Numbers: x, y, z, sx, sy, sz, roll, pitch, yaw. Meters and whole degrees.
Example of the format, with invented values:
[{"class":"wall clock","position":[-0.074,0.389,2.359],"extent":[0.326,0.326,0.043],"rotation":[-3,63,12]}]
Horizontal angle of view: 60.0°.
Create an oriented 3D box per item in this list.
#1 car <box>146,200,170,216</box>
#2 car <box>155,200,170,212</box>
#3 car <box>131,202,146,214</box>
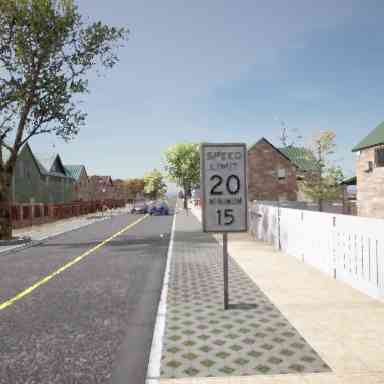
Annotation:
[{"class":"car","position":[-3.868,1.804,39.532],"extent":[2.097,1.767,4.553],"rotation":[-1,-1,-2]},{"class":"car","position":[-4.353,2.043,49.784],"extent":[1.882,1.535,5.008],"rotation":[-1,-1,-2]},{"class":"car","position":[-6.856,2.042,43.938],"extent":[2.128,1.511,4.902],"rotation":[-1,-1,-2]}]
